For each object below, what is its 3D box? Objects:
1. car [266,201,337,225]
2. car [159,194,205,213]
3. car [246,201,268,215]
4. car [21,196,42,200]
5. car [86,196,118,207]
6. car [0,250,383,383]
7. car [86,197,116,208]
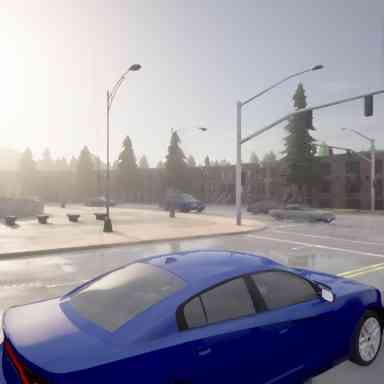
[{"bbox_3d":[8.098,1.601,24.563,1.895,1.301,4.718,0,0,-35],"label":"car"},{"bbox_3d":[-0.943,1.220,36.877,2.150,2.045,5.566,0,0,-39],"label":"car"},{"bbox_3d":[7.575,1.548,31.259,2.033,1.411,5.357,0,0,-37],"label":"car"},{"bbox_3d":[-29.901,1.505,60.665,4.892,1.490,1.837,0,0,5],"label":"car"},{"bbox_3d":[-14.269,1.478,52.668,5.008,1.535,1.882,0,0,26],"label":"car"},{"bbox_3d":[0.445,1.478,4.113,5.008,1.535,1.882,0,0,-35],"label":"car"},{"bbox_3d":[-13.138,1.477,48.037,5.008,1.535,1.882,0,0,30],"label":"car"}]
